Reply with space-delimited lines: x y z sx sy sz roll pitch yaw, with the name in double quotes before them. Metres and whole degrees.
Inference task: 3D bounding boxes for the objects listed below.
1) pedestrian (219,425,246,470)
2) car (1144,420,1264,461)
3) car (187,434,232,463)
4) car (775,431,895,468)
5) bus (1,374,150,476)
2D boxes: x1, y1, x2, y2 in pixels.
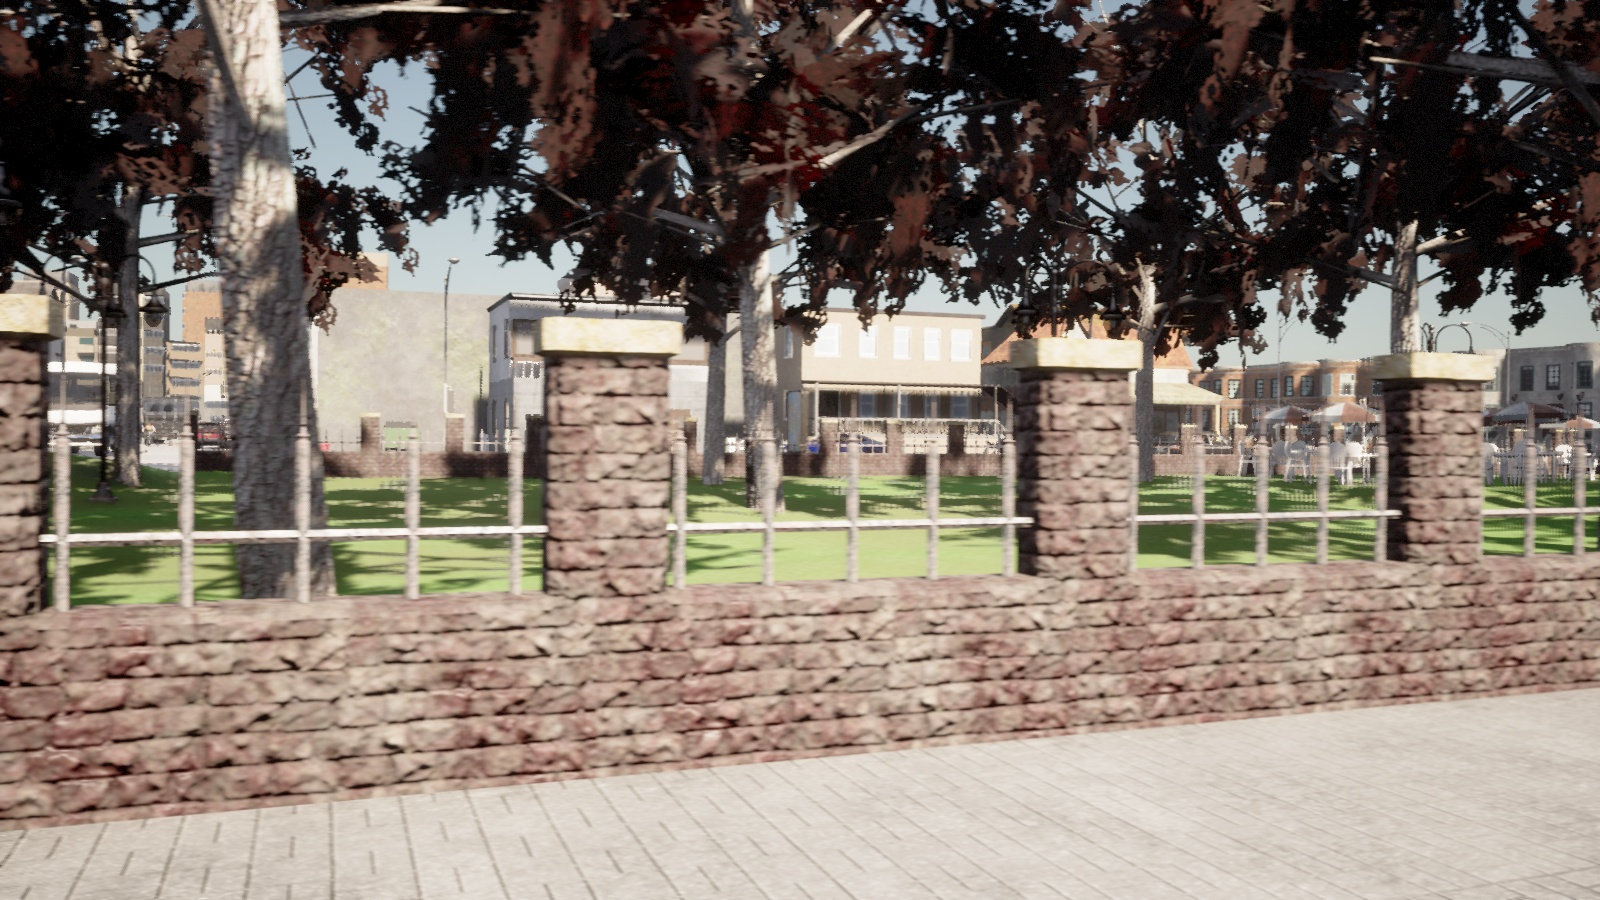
"pedestrian" -24.766 -0.117 54.841 0.659 1.952 0.873 0 1 9
"car" 17.565 -0.438 54.628 4.611 1.667 2.242 -1 1 -22
"car" -35.614 -0.122 75.847 2.033 1.649 4.856 -1 1 -21
"car" 1.466 -0.053 52.806 4.674 1.442 1.812 -1 1 -21
"bus" -33.039 -1.163 57.849 3.944 4.253 10.273 -1 1 -19
